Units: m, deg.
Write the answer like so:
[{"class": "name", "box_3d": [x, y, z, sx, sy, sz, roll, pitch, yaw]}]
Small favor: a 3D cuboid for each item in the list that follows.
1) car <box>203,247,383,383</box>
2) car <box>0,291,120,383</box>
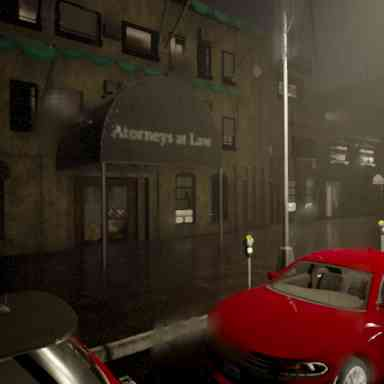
[{"class": "car", "box_3d": [2.184, 1.543, 4.698, 4.507, 1.381, 1.887, 0, -1, -37]}, {"class": "car", "box_3d": [-2.223, 1.441, 1.327, 4.097, 1.590, 1.967, 0, -1, -37]}]
